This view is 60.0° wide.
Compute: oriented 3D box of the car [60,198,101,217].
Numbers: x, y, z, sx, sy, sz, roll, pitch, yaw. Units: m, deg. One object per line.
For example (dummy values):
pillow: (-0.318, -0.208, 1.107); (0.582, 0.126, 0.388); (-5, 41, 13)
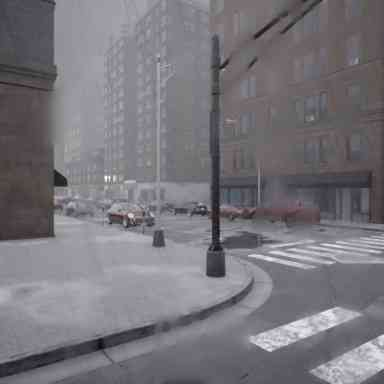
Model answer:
car: (-10.407, 1.530, 30.830); (2.008, 1.369, 4.403); (0, 0, -35)

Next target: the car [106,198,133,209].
car: (-9.797, 1.532, 44.789); (1.947, 1.339, 4.313); (0, 0, -35)

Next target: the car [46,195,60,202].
car: (-32.029, 1.471, 76.424); (2.008, 1.369, 4.403); (0, 0, -35)

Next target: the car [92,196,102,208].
car: (-10.263, 1.496, 40.656); (1.812, 1.442, 4.674); (0, 0, -35)

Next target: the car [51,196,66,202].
car: (-28.853, 1.478, 71.905); (2.008, 1.369, 4.403); (0, 0, -35)

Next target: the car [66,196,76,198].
car: (-22.100, 1.424, 57.494); (1.882, 1.535, 5.008); (0, 0, -35)

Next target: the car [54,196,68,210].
car: (-16.761, 1.512, 39.871); (1.887, 1.381, 4.507); (0, 0, -35)

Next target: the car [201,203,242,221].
car: (2.907, 1.571, 26.712); (1.802, 1.307, 4.206); (0, 0, -35)

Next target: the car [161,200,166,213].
car: (-3.445, 1.529, 35.751); (2.008, 1.369, 4.403); (0, 0, -35)

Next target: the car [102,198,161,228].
car: (-4.054, 1.430, 21.789); (1.967, 1.590, 4.097); (0, 0, -35)

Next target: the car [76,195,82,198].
car: (-19.933, 1.298, 59.656); (2.097, 1.767, 4.553); (0, 0, -35)

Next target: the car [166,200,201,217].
car: (-0.269, 1.550, 31.231); (1.947, 1.339, 4.313); (0, 0, -35)

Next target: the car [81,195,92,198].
car: (-15.899, 1.457, 53.972); (1.837, 1.490, 4.892); (0, 0, -35)

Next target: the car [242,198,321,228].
car: (6.084, 1.309, 22.193); (2.192, 1.841, 5.009); (0, 0, -35)
